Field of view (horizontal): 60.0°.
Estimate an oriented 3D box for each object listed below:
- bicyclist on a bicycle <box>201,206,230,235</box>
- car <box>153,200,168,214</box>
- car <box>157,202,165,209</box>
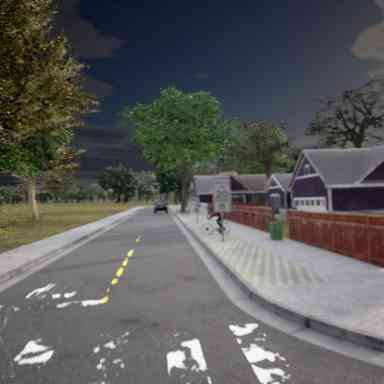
[{"bbox_3d":[1.330,1.613,18.758,1.656,1.620,0.582,-2,-1,-5],"label":"bicyclist on a bicycle"},{"bbox_3d":[-4.994,2.385,53.408,2.150,2.045,5.566,-2,-1,-5],"label":"car"},{"bbox_3d":[-7.335,3.114,78.038,1.882,1.535,5.008,-2,-1,-5],"label":"car"}]
